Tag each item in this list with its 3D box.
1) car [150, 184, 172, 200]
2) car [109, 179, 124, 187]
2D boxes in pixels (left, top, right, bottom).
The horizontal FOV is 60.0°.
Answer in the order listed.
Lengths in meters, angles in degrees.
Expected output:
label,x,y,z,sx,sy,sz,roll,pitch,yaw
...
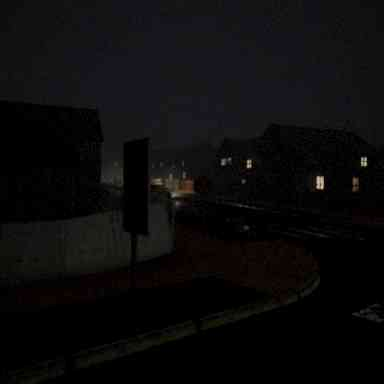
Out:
label,x,y,z,sx,sy,sz,roll,pitch,yaw
car,-3.442,0.002,32.179,1.812,1.442,4.674,0,3,-23
car,-11.871,-1.232,52.345,2.128,1.511,4.902,0,3,-23
